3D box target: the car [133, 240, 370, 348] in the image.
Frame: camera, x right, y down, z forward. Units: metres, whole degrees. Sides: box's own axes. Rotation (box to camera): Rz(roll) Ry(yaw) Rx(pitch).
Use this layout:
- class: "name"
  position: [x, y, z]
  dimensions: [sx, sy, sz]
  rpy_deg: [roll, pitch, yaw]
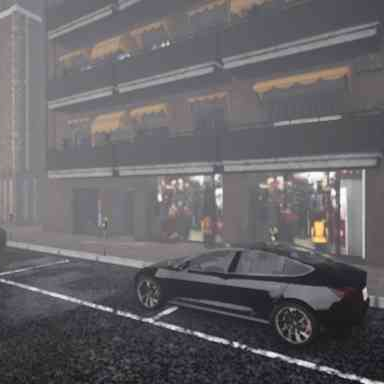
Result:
- class: "car"
  position: [0.871, 1.562, 6.155]
  dimensions: [4.313, 1.339, 1.947]
  rpy_deg: [0, 0, 33]

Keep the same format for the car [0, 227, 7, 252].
- class: "car"
  position: [-8.596, 1.538, 12.320]
  dimensions: [4.403, 1.369, 2.008]
  rpy_deg: [0, 0, 33]
